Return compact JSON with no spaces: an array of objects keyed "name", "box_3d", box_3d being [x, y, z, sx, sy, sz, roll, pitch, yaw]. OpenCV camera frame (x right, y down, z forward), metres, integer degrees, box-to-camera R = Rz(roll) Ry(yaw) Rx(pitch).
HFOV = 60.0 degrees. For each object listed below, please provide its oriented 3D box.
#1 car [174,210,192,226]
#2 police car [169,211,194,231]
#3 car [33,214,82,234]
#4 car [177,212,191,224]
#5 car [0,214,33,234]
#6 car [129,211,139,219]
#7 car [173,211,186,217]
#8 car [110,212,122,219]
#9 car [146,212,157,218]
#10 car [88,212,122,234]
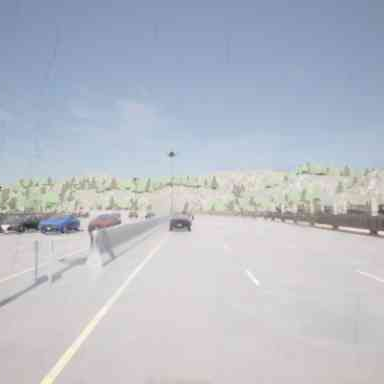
[{"name":"car","box_3d":[-1.052,3.134,40.742,2.097,1.767,4.553,0,-3,0]},{"name":"police car","box_3d":[-1.051,2.707,30.891,1.930,1.638,5.238,0,-3,0]},{"name":"car","box_3d":[-10.592,2.567,27.106,1.882,1.535,5.008,0,-3,0]},{"name":"car","box_3d":[-1.051,3.615,46.756,1.812,1.442,4.674,0,-3,0]},{"name":"car","box_3d":[-14.092,2.602,27.504,2.128,1.511,4.902,0,-3,0]},{"name":"car","box_3d":[-11.775,4.609,67.577,1.882,1.535,5.008,0,-3,-8]},{"name":"car","box_3d":[-3.024,5.081,77.163,1.895,1.301,4.718,1,-3,-16]},{"name":"car","box_3d":[-15.202,4.657,66.855,1.994,1.385,4.181,0,-3,-8]},{"name":"car","box_3d":[-8.342,4.707,68.253,1.994,1.385,4.181,0,-3,-8]},{"name":"car","box_3d":[-7.093,2.588,27.523,1.882,1.535,5.008,0,-3,0]}]
